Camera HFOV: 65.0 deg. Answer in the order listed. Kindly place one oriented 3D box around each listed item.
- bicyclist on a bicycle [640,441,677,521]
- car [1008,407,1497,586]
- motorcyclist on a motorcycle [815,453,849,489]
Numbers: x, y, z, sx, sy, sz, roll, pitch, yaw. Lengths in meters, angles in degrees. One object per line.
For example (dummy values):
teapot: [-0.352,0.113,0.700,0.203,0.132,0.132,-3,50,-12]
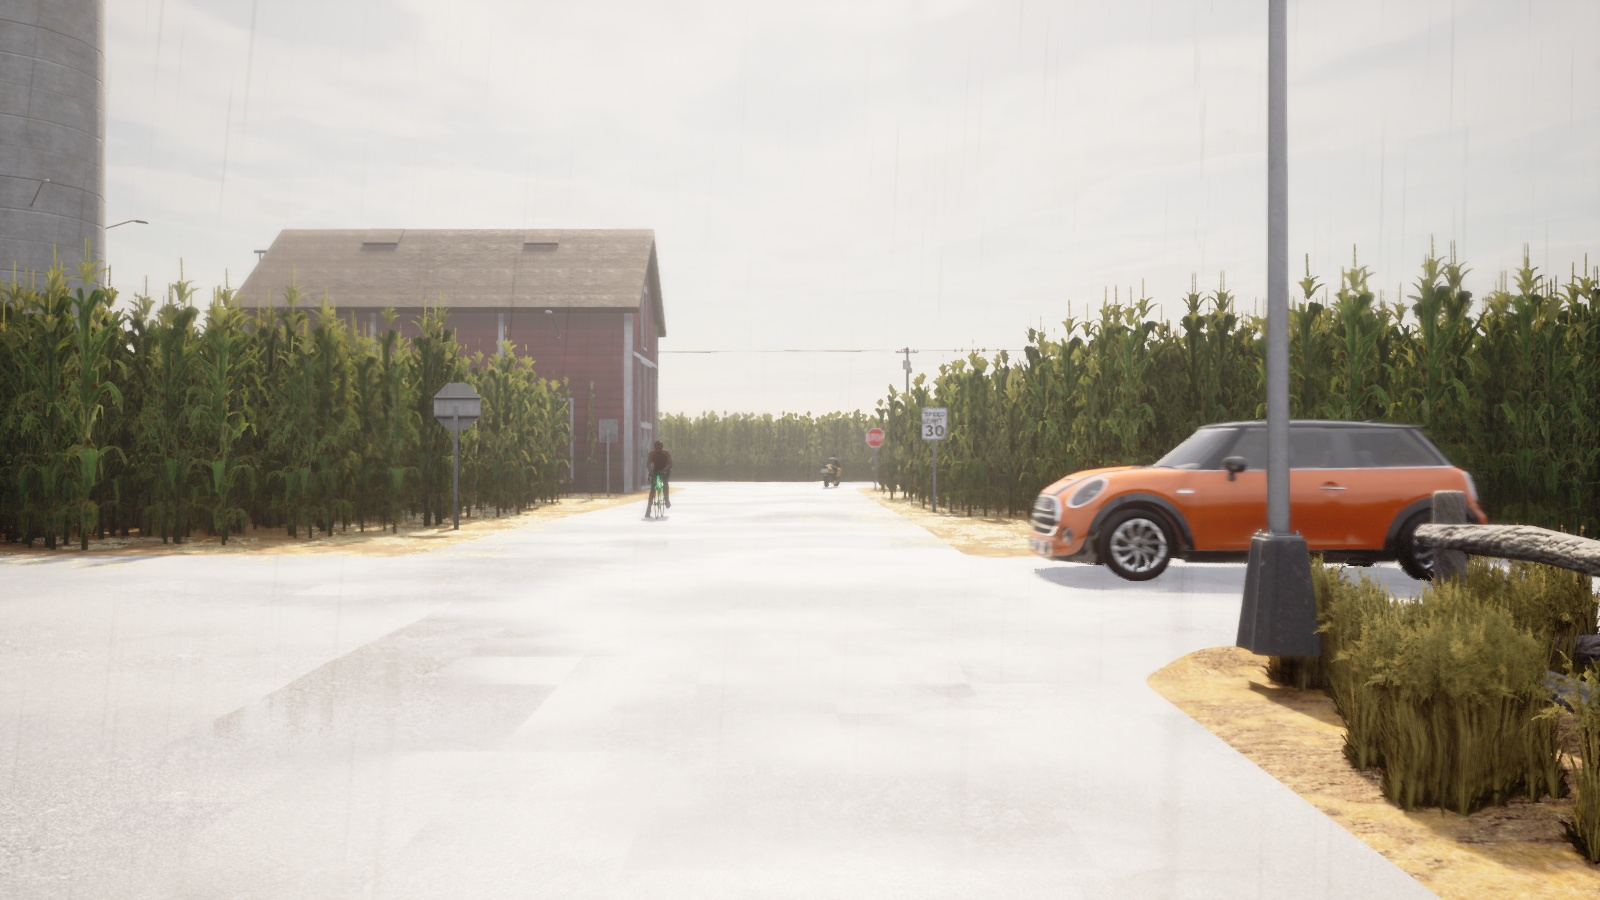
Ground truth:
bicyclist on a bicycle: [-2.945,0.627,26.313,0.582,1.620,1.656,0,0,0]
car: [4.712,0.468,13.655,4.553,1.767,2.097,0,0,1]
motorcyclist on a motorcycle: [1.445,0.909,55.498,0.797,1.523,2.044,2,1,21]
